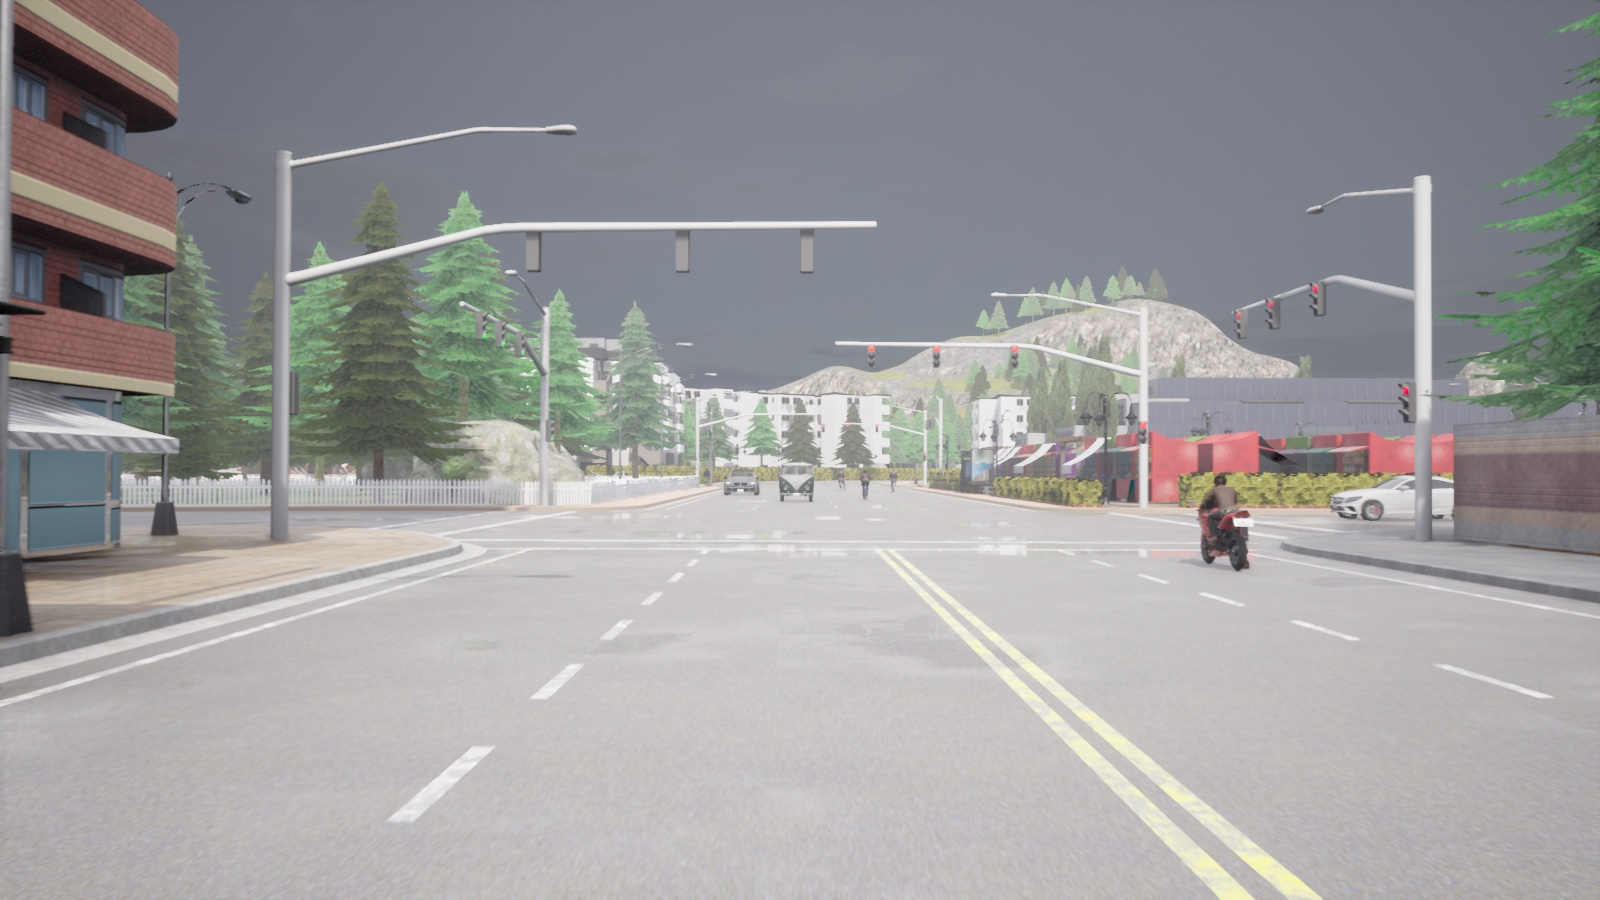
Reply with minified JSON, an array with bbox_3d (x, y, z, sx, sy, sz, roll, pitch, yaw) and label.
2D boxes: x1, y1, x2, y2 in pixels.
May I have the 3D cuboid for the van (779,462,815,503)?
[{"bbox_3d":[-0.163,1.642,64.166,1.775,1.987,4.442,0,-1,0],"label":"van"}]

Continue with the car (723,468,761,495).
[{"bbox_3d":[-3.704,2.025,80.708,2.242,1.667,4.611,0,-1,0],"label":"car"}]

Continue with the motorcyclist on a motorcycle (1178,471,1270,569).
[{"bbox_3d":[6.947,1.115,20.689,0.797,1.523,2.044,0,-1,0],"label":"motorcyclist on a motorcycle"}]

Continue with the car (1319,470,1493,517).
[{"bbox_3d":[19.320,1.380,40.158,4.674,1.442,1.812,0,-1,-1],"label":"car"}]
